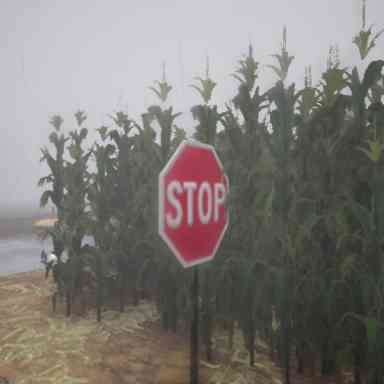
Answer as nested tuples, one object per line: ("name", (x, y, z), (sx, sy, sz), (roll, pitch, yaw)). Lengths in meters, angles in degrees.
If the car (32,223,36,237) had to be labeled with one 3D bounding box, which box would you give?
("car", (-5.780, 1.608, 17.532), (1.882, 1.535, 5.008), (0, 0, 34))
